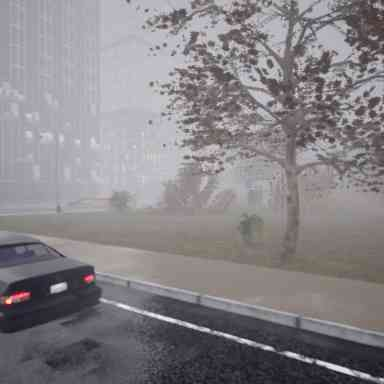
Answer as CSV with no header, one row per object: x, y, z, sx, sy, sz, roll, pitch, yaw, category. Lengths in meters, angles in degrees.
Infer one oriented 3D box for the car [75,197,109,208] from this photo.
-14.100,1.490,48.846,1.882,1.535,5.008,-1,-1,37,car

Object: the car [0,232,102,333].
-4.137,1.540,6.641,5.357,1.411,2.033,0,0,35,car

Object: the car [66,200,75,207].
-16.727,1.532,50.752,1.882,1.535,5.008,-1,-1,37,car
